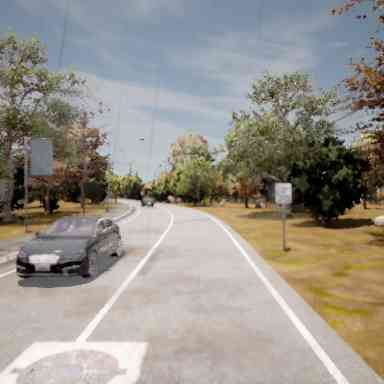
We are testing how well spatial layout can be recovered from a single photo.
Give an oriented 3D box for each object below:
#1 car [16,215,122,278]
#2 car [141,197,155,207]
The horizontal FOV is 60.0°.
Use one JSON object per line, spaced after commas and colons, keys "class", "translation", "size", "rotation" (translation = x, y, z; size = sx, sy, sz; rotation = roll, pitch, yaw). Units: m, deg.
{"class": "car", "translation": [-3.470, 1.510, 10.250], "size": [2.128, 1.511, 4.902], "rotation": [0, 0, 1]}
{"class": "car", "translation": [-6.888, 1.539, 51.954], "size": [2.128, 1.511, 4.902], "rotation": [1, 0, -13]}
